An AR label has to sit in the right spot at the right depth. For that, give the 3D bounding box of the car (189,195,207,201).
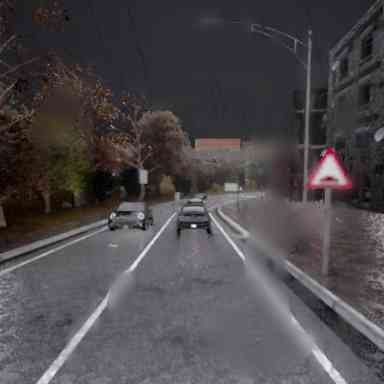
[{"bbox_3d":[0.499,1.408,37.832,1.882,1.535,5.008,0,0,4],"label":"car"}]

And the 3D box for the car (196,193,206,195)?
[{"bbox_3d":[1.498,0.961,62.415,2.128,1.511,4.902,2,2,18],"label":"car"}]

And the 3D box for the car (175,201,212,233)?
[{"bbox_3d":[0.093,1.469,19.318,1.837,1.490,4.892,0,0,0],"label":"car"}]

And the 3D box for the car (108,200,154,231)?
[{"bbox_3d":[-3.585,1.314,20.237,2.097,1.767,4.553,0,0,0],"label":"car"}]
